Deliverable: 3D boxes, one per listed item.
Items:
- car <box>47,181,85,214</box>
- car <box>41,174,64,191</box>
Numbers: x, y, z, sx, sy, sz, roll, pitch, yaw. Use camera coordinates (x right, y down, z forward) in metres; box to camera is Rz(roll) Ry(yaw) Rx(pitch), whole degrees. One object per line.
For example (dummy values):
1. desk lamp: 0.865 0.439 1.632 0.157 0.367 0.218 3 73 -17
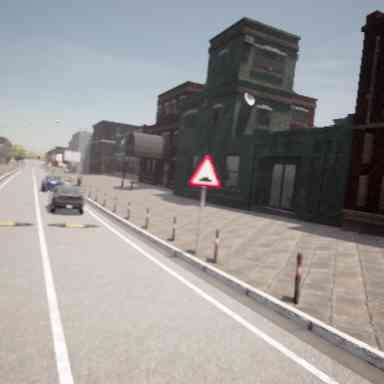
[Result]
1. car: -7.932 0.402 20.940 1.837 1.490 4.892 4 3 -26
2. car: -14.500 -1.050 34.664 2.097 1.767 4.553 4 3 -26
